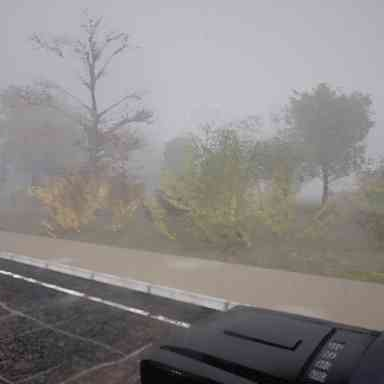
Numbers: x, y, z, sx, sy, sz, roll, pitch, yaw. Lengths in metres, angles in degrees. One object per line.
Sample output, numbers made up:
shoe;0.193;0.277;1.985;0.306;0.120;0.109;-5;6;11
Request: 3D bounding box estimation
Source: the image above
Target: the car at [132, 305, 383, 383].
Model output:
car;1.796;1.602;2.274;4.718;1.301;1.895;0;0;36
